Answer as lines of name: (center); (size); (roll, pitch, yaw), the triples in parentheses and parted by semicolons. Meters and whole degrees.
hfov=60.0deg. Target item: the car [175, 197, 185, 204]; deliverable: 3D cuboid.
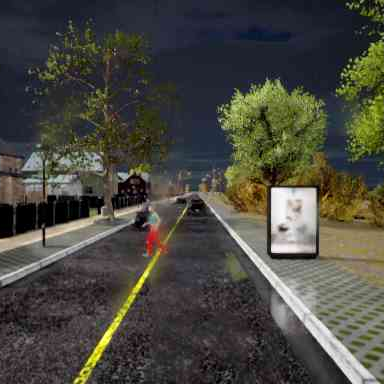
car: (-2.009, 1.561, 62.454); (1.994, 1.385, 4.181); (0, 0, 1)

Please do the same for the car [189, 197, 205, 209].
car: (0.667, 1.488, 45.268); (2.128, 1.511, 4.902); (0, 0, 1)

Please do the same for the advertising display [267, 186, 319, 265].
advertising display: (3.146, 1.024, 10.399); (1.540, 2.440, 0.280); (0, 0, 1)

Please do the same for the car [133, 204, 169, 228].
car: (-2.565, 1.544, 22.293); (2.033, 1.411, 5.357); (0, 0, 1)

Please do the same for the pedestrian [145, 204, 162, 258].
pedestrian: (-1.293, 1.293, 11.264); (0.375, 1.860, 0.375); (0, 0, -5)

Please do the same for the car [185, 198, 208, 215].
car: (0.520, 1.497, 33.398); (1.837, 1.490, 4.892); (0, -1, 1)
